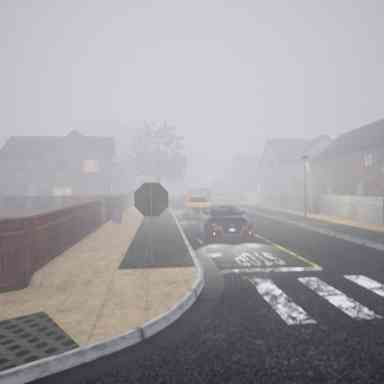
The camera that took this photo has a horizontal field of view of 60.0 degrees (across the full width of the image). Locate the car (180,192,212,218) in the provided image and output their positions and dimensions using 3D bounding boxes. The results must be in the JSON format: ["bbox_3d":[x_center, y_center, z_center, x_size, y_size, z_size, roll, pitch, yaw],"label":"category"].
[{"bbox_3d":[0.388,1.016,25.404,1.882,1.535,5.008,-1,1,-6],"label":"car"}]

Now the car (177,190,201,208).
[{"bbox_3d":[-0.603,0.865,35.711,2.128,1.511,4.902,-1,1,-5],"label":"car"}]

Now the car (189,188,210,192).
[{"bbox_3d":[1.331,0.413,46.146,2.150,2.045,5.566,-1,1,-6],"label":"car"}]

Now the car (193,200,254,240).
[{"bbox_3d":[1.395,1.275,15.070,1.994,1.385,4.181,-1,1,-6],"label":"car"}]
